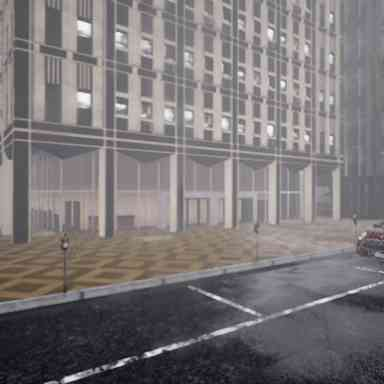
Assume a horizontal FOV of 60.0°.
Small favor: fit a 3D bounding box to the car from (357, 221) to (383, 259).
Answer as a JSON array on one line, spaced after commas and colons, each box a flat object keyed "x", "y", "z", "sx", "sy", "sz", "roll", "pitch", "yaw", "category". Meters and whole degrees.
[{"x": 7.734, "y": 1.545, "z": 12.001, "sx": 4.097, "sy": 1.590, "sz": 1.967, "roll": 0, "pitch": -1, "yaw": -35, "category": "car"}]
